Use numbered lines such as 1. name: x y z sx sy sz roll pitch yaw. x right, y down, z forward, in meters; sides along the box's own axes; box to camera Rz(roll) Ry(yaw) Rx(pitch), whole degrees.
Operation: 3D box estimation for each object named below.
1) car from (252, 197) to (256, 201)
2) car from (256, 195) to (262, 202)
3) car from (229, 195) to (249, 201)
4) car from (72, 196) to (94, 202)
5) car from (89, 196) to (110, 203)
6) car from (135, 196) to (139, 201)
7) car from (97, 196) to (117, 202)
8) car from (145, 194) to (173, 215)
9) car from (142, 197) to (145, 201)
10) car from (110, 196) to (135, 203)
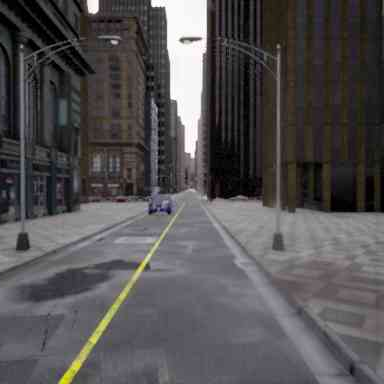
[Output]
1. car: 17.039 1.513 82.449 4.507 1.381 1.887 0 1 0
2. car: 17.140 1.637 73.925 4.403 1.369 2.008 0 1 0
3. car: 11.568 1.506 82.429 4.829 1.417 1.752 0 1 0
4. car: -26.859 1.631 82.291 4.829 1.417 1.752 0 1 0
5. car: -21.021 1.749 73.789 4.403 1.369 2.008 0 1 0
6. car: -15.352 1.611 82.333 4.403 1.369 2.008 0 1 0
7. car: -21.022 1.646 82.313 4.313 1.339 1.947 0 1 0
8. car: -3.108 1.238 33.885 2.150 2.045 5.566 0 0 0
9. car: -8.968 1.620 76.596 4.892 1.490 1.837 0 1 0
10. car: -15.351 1.618 73.807 4.097 1.590 1.967 0 1 0
